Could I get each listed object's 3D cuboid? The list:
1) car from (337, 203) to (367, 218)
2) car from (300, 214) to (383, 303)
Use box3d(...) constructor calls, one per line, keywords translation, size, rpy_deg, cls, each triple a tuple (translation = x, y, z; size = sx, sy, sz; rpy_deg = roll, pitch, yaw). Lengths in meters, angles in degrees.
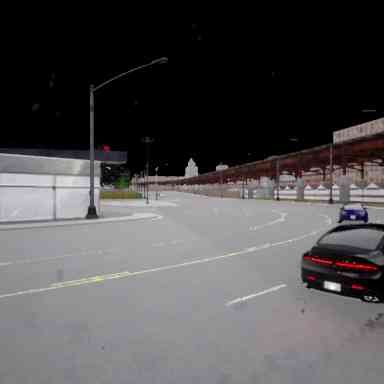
box3d(translation=(11.715, 1.526, 24.325), size=(1.812, 1.442, 4.674), rpy_deg=(0, 0, 24), cls="car")
box3d(translation=(4.365, 1.506, 7.910), size=(4.892, 1.490, 1.837), rpy_deg=(0, 1, -44), cls="car")
